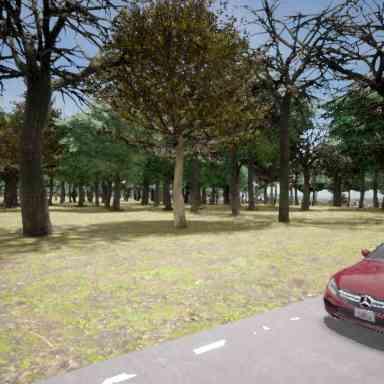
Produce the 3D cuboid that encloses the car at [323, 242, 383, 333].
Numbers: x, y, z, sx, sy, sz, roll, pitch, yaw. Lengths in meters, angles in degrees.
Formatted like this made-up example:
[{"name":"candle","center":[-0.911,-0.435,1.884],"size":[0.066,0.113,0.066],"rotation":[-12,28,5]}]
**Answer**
[{"name":"car","center":[4.416,1.537,6.212],"size":[4.674,1.442,1.812],"rotation":[0,0,-35]}]
